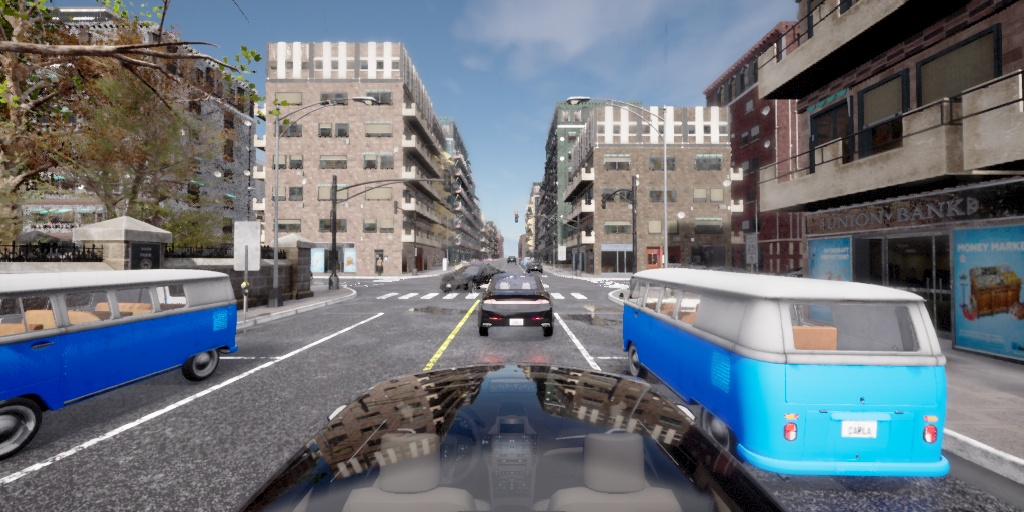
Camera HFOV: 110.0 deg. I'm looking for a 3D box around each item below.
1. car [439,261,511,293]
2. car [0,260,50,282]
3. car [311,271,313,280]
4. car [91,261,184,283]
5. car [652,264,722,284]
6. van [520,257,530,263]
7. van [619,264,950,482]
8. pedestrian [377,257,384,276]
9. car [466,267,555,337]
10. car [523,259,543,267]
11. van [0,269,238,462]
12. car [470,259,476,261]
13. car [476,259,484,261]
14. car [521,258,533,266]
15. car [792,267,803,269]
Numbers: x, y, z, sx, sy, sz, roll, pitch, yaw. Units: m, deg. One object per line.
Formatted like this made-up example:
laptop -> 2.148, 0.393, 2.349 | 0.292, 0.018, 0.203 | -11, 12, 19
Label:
car -> -2.152, 1.234, 20.466 | 1.882, 1.535, 5.008 | -1, 0, 26
car -> -36.517, 1.045, 25.535 | 4.892, 1.490, 1.837 | 0, -1, 1
car -> -16.592, 1.000, 25.296 | 4.553, 1.767, 2.097 | 0, -1, 1
car -> -26.418, 1.120, 25.409 | 4.674, 1.442, 1.812 | 0, -1, 1
car -> 13.649, 1.398, 28.154 | 4.674, 1.442, 1.812 | 0, -1, 1
van -> 2.679, 1.114, 59.477 | 1.690, 1.789, 3.998 | 0, 0, 0
van -> 2.658, 1.092, 4.603 | 1.690, 1.789, 3.998 | 0, 0, 0
pedestrian -> -12.546, 0.969, 33.989 | 0.375, 1.860, 0.375 | 0, -1, 1
car -> 0.098, 1.244, 10.332 | 2.128, 1.511, 4.902 | 0, 0, 0
car -> 2.683, 1.331, 42.550 | 1.948, 1.339, 4.313 | 0, 0, 0
van -> -5.657, 1.092, 4.603 | 1.690, 1.789, 3.998 | 0, 0, 0
car -> -5.698, 1.291, 42.378 | 1.751, 1.417, 4.829 | 0, 0, 0
car -> -5.701, 1.210, 53.833 | 1.967, 1.591, 4.097 | 0, 0, 0
car -> 2.682, 1.318, 48.193 | 2.007, 1.370, 4.403 | 0, 0, 0
car -> 24.906, 1.548, 30.588 | 4.313, 1.339, 1.948 | 0, 0, 1
